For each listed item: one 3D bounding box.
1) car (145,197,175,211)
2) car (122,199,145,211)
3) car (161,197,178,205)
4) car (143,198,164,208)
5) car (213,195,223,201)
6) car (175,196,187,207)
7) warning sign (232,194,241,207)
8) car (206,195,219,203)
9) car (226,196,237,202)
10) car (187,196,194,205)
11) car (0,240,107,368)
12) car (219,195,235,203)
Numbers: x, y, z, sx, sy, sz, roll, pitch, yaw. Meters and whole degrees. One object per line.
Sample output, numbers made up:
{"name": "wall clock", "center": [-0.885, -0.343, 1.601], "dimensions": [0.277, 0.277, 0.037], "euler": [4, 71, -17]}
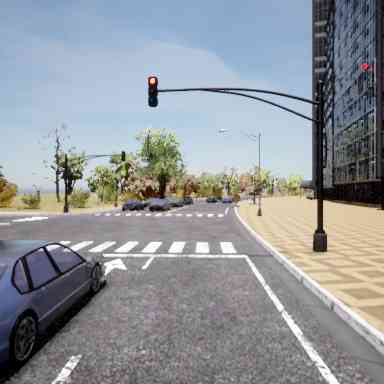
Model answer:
{"name": "car", "center": [-3.917, 1.596, 41.464], "dimensions": [2.033, 1.411, 5.357], "euler": [0, 0, 7]}
{"name": "car", "center": [-7.204, 1.611, 41.183], "dimensions": [1.994, 1.385, 4.181], "euler": [0, 0, 7]}
{"name": "car", "center": [-4.135, 1.625, 61.877], "dimensions": [2.033, 1.411, 5.357], "euler": [0, 0, 10]}
{"name": "car", "center": [-5.864, 1.609, 51.353], "dimensions": [2.033, 1.411, 5.357], "euler": [0, 0, 8]}
{"name": "car", "center": [6.331, 1.487, 80.517], "dimensions": [1.812, 1.442, 4.674], "euler": [0, 0, 14]}
{"name": "car", "center": [-2.531, 1.611, 51.672], "dimensions": [2.033, 1.411, 5.357], "euler": [0, 0, 8]}
{"name": "warning sign", "center": [6.473, 1.179, 48.239], "dimensions": [1.300, 1.860, 1.060], "euler": [0, 0, 8]}
{"name": "car", "center": [4.210, 1.643, 70.810], "dimensions": [1.994, 1.385, 4.181], "euler": [0, 0, 12]}
{"name": "car", "center": [9.641, 1.640, 80.389], "dimensions": [2.128, 1.511, 4.902], "euler": [0, 0, 14]}
{"name": "car", "center": [-0.836, 1.584, 61.868], "dimensions": [1.837, 1.490, 4.892], "euler": [0, 0, 10]}
{"name": "car", "center": [-3.035, 1.554, 5.700], "dimensions": [2.033, 1.411, 5.357], "euler": [0, 0, 1]}
{"name": "car", "center": [7.488, 1.644, 70.087], "dimensions": [2.033, 1.411, 5.357], "euler": [0, 0, 12]}
